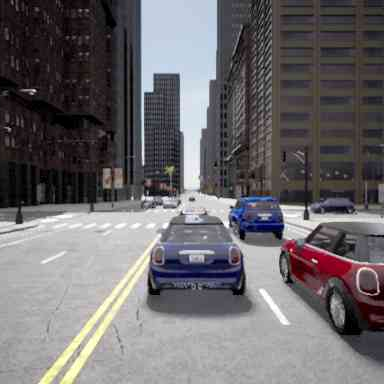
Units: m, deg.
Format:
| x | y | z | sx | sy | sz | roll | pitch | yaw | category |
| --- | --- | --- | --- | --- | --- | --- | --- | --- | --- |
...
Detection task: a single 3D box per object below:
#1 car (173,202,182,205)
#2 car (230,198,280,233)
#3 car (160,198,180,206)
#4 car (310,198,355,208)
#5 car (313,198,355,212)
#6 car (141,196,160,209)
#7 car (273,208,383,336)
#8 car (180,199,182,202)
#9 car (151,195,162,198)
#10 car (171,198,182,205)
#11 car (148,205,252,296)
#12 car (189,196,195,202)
| x | y | z | sx | sy | sz | roll | pitch | yaw | category |
| --- | --- | --- | --- | --- | --- | --- | --- | --- | --- |
| 0.100 | 1.594 | 20.356 | 2.128 | 1.511 | 4.902 | 0 | 0 | 0 | car |
| 3.343 | 1.316 | 18.104 | 2.150 | 2.045 | 5.566 | 0 | 0 | -1 | car |
| -3.337 | 1.861 | 51.243 | 1.895 | 1.301 | 4.718 | 0 | 0 | 3 | car |
| 15.359 | 1.489 | 36.587 | 4.553 | 1.767 | 2.097 | 0 | 1 | -1 | car |
| 16.685 | 1.551 | 39.288 | 4.097 | 1.590 | 1.967 | 0 | 1 | 0 | car |
| -6.587 | 1.748 | 50.596 | 2.128 | 1.511 | 4.902 | 0 | 0 | 0 | car |
| 3.346 | 1.388 | 6.909 | 2.097 | 1.767 | 4.553 | 0 | 0 | 0 | car |
| -3.309 | 1.874 | 60.624 | 1.994 | 1.385 | 4.181 | 0 | 0 | 1 | car |
| -6.550 | 1.670 | 61.998 | 2.097 | 1.767 | 4.553 | 0 | 0 | 0 | car |
| -3.239 | 1.916 | 70.472 | 1.994 | 1.385 | 4.181 | 0 | 0 | 0 | car |
| 0.097 | 1.399 | 8.963 | 2.097 | 1.767 | 4.553 | 0 | 0 | 0 | car |
| 0.014 | 1.986 | 91.948 | 1.837 | 1.490 | 4.892 | 0 | 0 | 0 | car |
